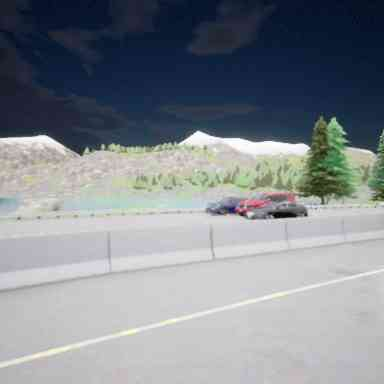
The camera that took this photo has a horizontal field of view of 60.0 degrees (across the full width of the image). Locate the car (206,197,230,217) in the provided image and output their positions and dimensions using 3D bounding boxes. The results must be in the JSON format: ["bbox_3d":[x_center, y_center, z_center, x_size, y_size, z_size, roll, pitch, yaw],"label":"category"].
[{"bbox_3d":[3.486,1.242,30.385,4.553,1.767,2.097,0,0,-27],"label":"car"}]

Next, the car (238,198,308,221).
[{"bbox_3d":[6.106,1.404,23.866,4.902,1.511,2.128,0,0,-28],"label":"car"}]

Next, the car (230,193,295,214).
[{"bbox_3d":[6.375,1.119,27.990,5.566,2.045,2.150,0,0,-27],"label":"car"}]
